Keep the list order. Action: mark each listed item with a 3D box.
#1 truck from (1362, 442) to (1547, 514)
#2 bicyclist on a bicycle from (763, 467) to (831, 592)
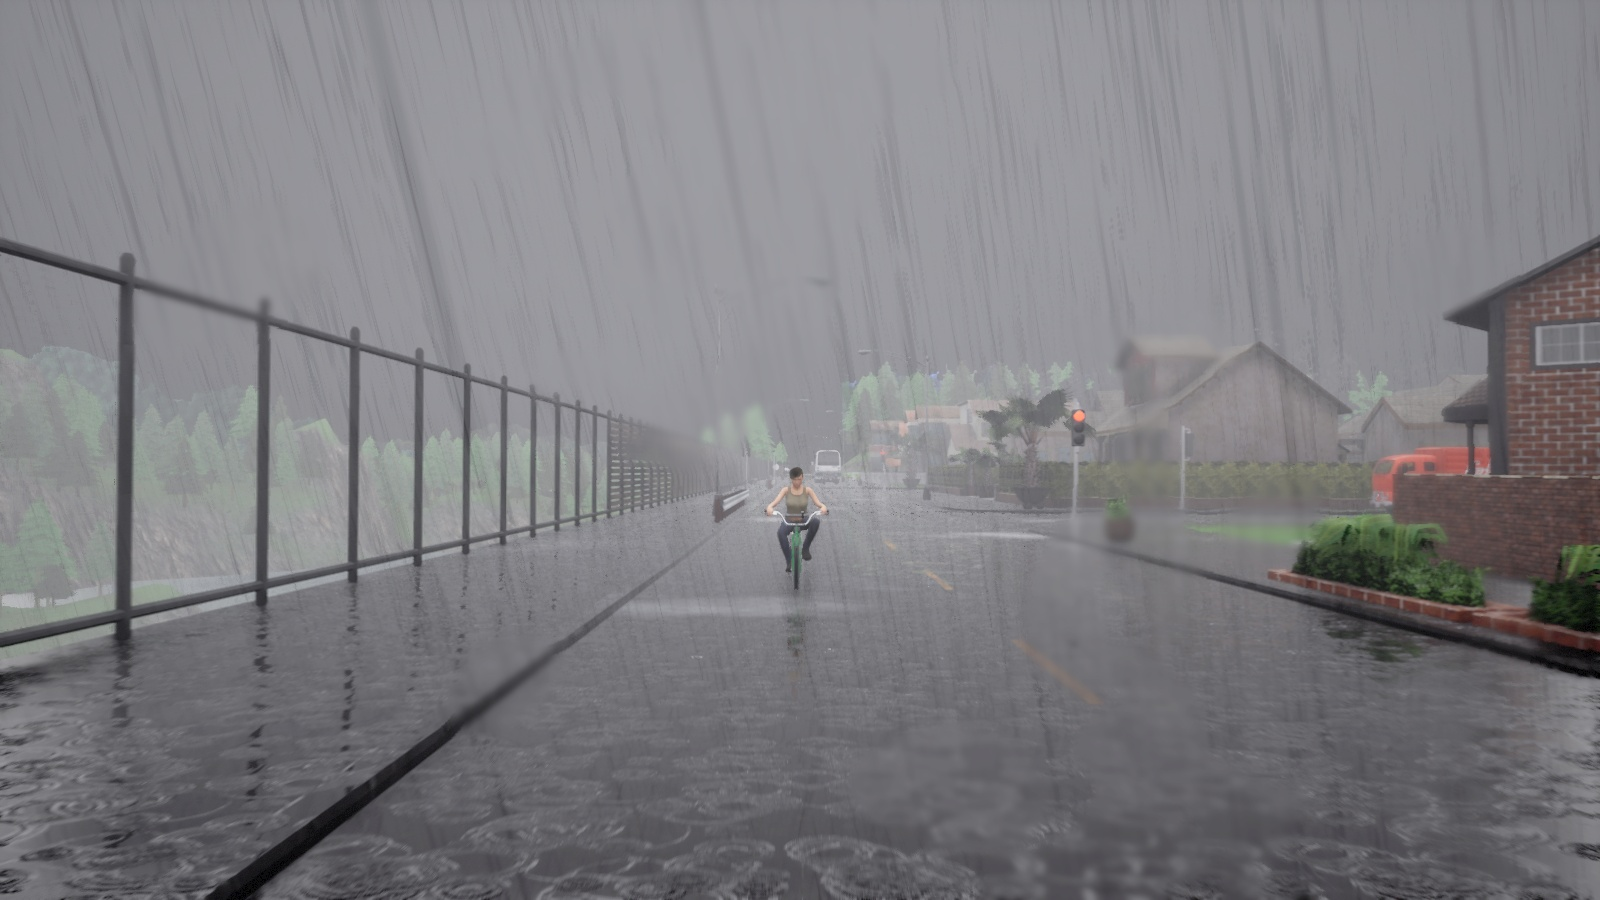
[{"bbox_3d":[23.341,0.987,44.980,5.204,2.467,2.627,0,-1,0],"label":"truck"},{"bbox_3d":[-0.036,1.035,16.940,0.866,1.612,1.509,0,-1,0],"label":"bicyclist on a bicycle"}]
